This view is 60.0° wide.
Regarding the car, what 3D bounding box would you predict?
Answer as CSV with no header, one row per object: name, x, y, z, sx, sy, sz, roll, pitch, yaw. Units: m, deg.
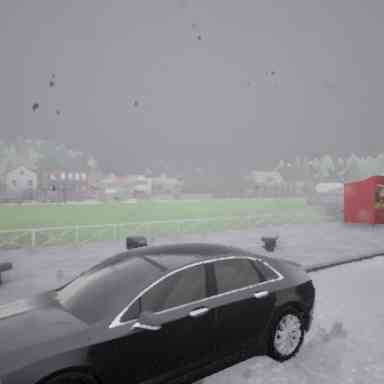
car,-0.380,1.503,4.335,4.892,1.490,1.837,0,0,-35
